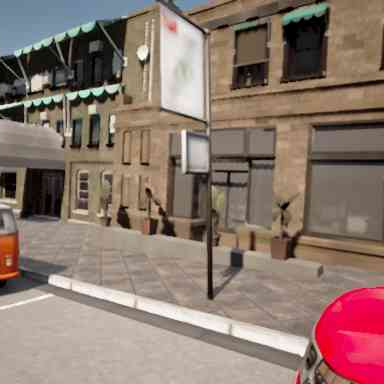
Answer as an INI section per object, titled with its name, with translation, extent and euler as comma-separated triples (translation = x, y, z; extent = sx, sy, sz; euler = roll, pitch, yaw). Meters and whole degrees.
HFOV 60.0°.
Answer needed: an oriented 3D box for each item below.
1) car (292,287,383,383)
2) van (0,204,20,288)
[car]
translation = 3.237, 1.173, 1.222
extent = 5.566, 2.045, 2.435
euler = 0, 0, 35
[van]
translation = -5.933, 1.197, 7.763
extent = 4.442, 1.987, 1.878
euler = 0, 0, 36
